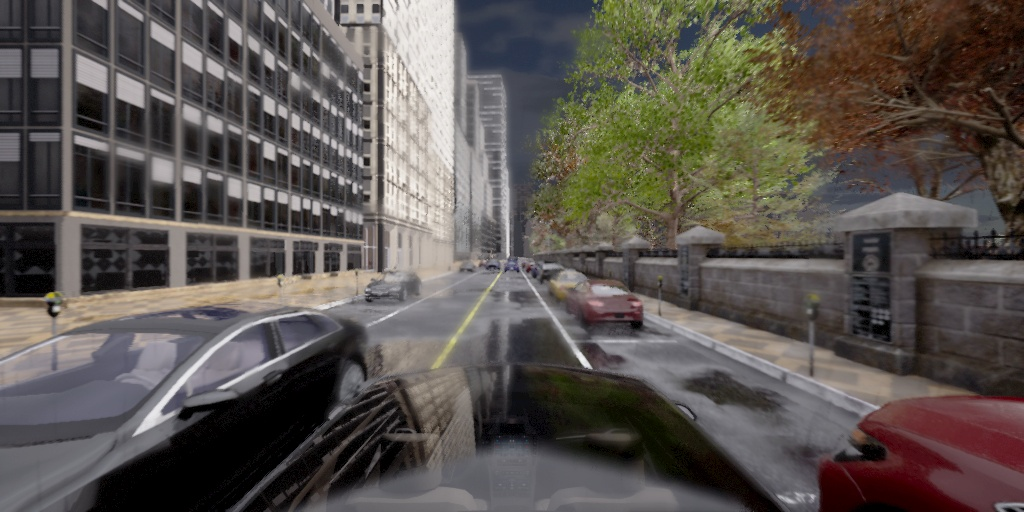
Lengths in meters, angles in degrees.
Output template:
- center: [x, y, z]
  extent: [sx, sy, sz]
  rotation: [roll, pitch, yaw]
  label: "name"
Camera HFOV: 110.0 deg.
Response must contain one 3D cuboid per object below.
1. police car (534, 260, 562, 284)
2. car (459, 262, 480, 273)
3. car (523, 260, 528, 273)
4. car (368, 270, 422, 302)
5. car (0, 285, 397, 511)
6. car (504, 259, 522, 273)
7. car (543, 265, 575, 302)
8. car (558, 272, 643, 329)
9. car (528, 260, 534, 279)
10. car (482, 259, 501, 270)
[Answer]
- center: [2.986, 1.234, 27.485]
  extent: [1.930, 1.638, 5.238]
  rotation: [0, 0, 0]
  label: "police car"
- center: [-5.500, 1.420, 45.147]
  extent: [1.948, 1.339, 4.313]
  rotation: [0, 0, 0]
  label: "car"
- center: [2.671, 1.397, 44.849]
  extent: [1.888, 1.381, 4.507]
  rotation: [0, 0, 0]
  label: "car"
- center: [-5.474, 1.336, 17.009]
  extent: [2.007, 1.370, 4.403]
  rotation: [0, 0, 0]
  label: "car"
- center: [-2.851, 1.244, 3.011]
  extent: [2.128, 1.511, 4.902]
  rotation: [0, 0, 0]
  label: "car"
- center: [-0.028, 1.393, 46.124]
  extent: [1.812, 1.442, 4.674]
  rotation: [0, 0, 0]
  label: "car"
- center: [2.697, 1.309, 16.891]
  extent: [1.751, 1.417, 4.829]
  rotation: [0, 0, 0]
  label: "car"
- center: [2.702, 1.353, 11.095]
  extent: [1.802, 1.307, 4.207]
  rotation: [0, 0, 0]
  label: "car"
- center: [2.958, 1.178, 34.345]
  extent: [2.097, 1.767, 4.553]
  rotation: [0, 0, 0]
  label: "car"
- center: [-2.836, 1.228, 54.010]
  extent: [2.097, 1.767, 4.553]
  rotation: [0, 0, 1]
  label: "car"
